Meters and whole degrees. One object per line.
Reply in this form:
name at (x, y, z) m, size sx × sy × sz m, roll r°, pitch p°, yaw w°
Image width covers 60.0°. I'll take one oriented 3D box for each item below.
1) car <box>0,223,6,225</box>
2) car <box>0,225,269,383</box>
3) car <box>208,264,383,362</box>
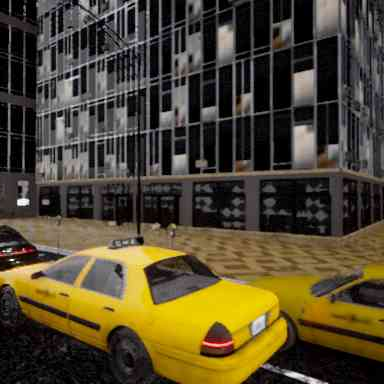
car at (-5.961, 1.554, 8.800) m, size 4.892 × 1.490 × 1.837 m, roll 0°, pitch -1°, yaw 37°
car at (-1.296, 1.499, 5.339) m, size 5.366 × 1.575 × 1.801 m, roll 0°, pitch -1°, yaw 37°
car at (2.757, 1.583, 4.565) m, size 4.829 × 1.417 × 1.752 m, roll 0°, pitch -1°, yaw 37°
